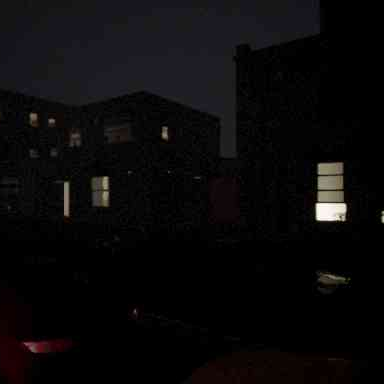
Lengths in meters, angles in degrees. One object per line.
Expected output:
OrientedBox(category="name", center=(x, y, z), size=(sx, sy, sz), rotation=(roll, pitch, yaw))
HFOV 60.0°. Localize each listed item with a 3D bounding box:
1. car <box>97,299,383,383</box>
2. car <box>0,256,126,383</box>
OrientedBox(category="car", center=(1.845, 1.525, 1.564), size=(4.829, 1.417, 1.752), rotation=(0, 0, 35))
OrientedBox(category="car", center=(-2.526, 1.583, 4.680), size=(4.206, 1.307, 1.802), rotation=(0, 0, 35))
